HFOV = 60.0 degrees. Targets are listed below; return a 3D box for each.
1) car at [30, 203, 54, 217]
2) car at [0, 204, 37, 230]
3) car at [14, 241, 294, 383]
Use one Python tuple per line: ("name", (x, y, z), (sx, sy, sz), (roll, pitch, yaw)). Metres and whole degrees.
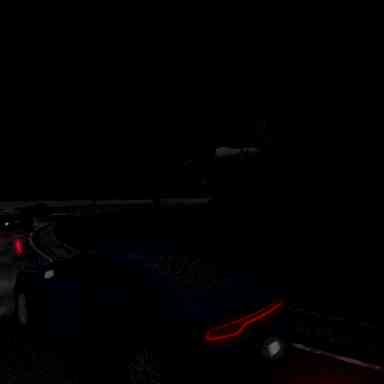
("car", (-16.963, 1.917, 36.481), (1.812, 1.442, 4.674), (0, 0, 3))
("car", (-12.076, 1.779, 22.693), (1.812, 1.442, 4.674), (0, 0, -18))
("car", (-0.988, 1.523, 5.168), (5.008, 1.535, 1.882), (-1, 0, 41))
